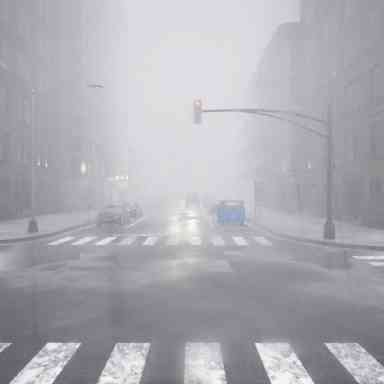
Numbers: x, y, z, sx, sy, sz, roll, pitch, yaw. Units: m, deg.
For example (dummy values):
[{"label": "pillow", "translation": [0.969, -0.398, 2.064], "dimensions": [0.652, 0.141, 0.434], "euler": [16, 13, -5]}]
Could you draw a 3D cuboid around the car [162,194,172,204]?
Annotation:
[{"label": "car", "translation": [-5.389, 1.547, 62.928], "dimensions": [1.947, 1.339, 4.313], "euler": [0, 0, 0]}]

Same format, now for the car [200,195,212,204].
[{"label": "car", "translation": [2.636, 1.422, 62.933], "dimensions": [1.967, 1.590, 4.097], "euler": [0, 0, 0]}]

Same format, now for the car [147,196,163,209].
[{"label": "car", "translation": [-5.389, 1.519, 45.713], "dimensions": [1.752, 1.417, 4.829], "euler": [0, 0, 0]}]

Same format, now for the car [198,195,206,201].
[{"label": "car", "translation": [2.636, 1.530, 85.658], "dimensions": [1.947, 1.339, 4.313], "euler": [0, 0, 0]}]

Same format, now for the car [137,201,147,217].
[{"label": "car", "translation": [-5.389, 1.543, 28.837], "dimensions": [1.887, 1.381, 4.507], "euler": [0, 0, 0]}]

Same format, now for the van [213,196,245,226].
[{"label": "van", "translation": [2.636, 1.340, 23.164], "dimensions": [1.690, 1.788, 3.998], "euler": [0, 0, 0]}]

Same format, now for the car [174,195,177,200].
[{"label": "car", "translation": [-5.389, 1.409, 79.973], "dimensions": [1.967, 1.590, 4.097], "euler": [0, 0, 0]}]

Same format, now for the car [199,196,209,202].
[{"label": "car", "translation": [2.636, 1.524, 74.295], "dimensions": [2.008, 1.369, 4.403], "euler": [0, 0, 0]}]

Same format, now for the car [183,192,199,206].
[{"label": "car", "translation": [0.103, 1.209, 54.428], "dimensions": [2.150, 2.045, 5.566], "euler": [0, 0, 0]}]

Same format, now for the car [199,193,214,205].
[{"label": "car", "translation": [2.637, 1.305, 51.571], "dimensions": [2.192, 1.841, 5.009], "euler": [0, 0, 0]}]

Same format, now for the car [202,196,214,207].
[{"label": "car", "translation": [2.637, 1.576, 45.889], "dimensions": [1.802, 1.307, 4.206], "euler": [0, 0, 0]}]

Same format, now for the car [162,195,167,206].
[{"label": "car", "translation": [-5.388, 1.556, 51.565], "dimensions": [1.947, 1.339, 4.313], "euler": [0, 0, 0]}]

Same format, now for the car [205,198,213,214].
[{"label": "car", "translation": [2.637, 1.580, 34.526], "dimensions": [1.802, 1.307, 4.206], "euler": [0, 0, 0]}]

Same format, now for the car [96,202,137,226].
[{"label": "car", "translation": [-5.389, 1.549, 23.155], "dimensions": [2.008, 1.369, 4.403], "euler": [0, 0, 0]}]

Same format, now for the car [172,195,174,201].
[{"label": "car", "translation": [-5.389, 1.292, 68.610], "dimensions": [2.192, 1.841, 5.009], "euler": [0, 0, 0]}]
